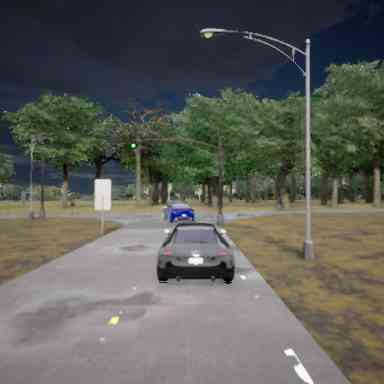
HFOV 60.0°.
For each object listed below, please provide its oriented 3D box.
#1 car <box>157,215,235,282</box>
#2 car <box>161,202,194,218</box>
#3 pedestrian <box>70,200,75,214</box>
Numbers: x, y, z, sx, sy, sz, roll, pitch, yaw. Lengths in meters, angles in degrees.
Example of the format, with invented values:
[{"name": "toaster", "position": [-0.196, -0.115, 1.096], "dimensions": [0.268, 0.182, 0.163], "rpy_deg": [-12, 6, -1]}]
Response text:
[{"name": "car", "position": [0.094, 1.601, 9.868], "dimensions": [1.994, 1.385, 4.181], "rpy_deg": [0, 0, 0]}, {"name": "car", "position": [-1.230, 1.587, 27.202], "dimensions": [1.882, 1.535, 5.008], "rpy_deg": [1, 0, -15]}, {"name": "pedestrian", "position": [-15.096, 1.875, 41.966], "dimensions": [0.375, 1.860, 0.375], "rpy_deg": [0, -1, 0]}]
